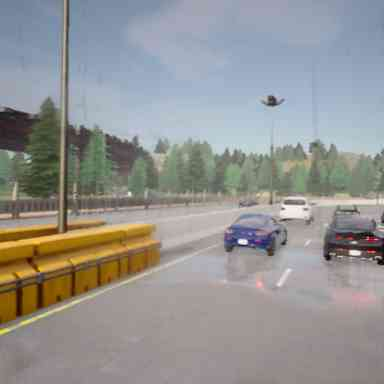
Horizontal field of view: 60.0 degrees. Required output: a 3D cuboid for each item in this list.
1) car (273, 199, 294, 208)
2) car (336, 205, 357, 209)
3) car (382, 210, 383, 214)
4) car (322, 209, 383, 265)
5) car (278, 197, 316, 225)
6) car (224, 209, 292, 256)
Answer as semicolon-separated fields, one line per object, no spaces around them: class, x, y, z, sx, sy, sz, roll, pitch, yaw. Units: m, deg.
car;15.918;1.948;57.919;2.033;1.411;5.357;1;0;32
car;12.136;1.740;26.079;2.128;1.511;4.902;1;0;25
car;15.622;1.820;25.290;1.812;1.442;4.674;1;0;25
car;6.018;1.626;12.423;1.837;1.490;4.892;1;0;25
car;8.489;1.421;26.511;2.150;2.045;5.566;1;0;25
car;2.730;1.604;13.655;1.812;1.442;4.674;1;-1;25
